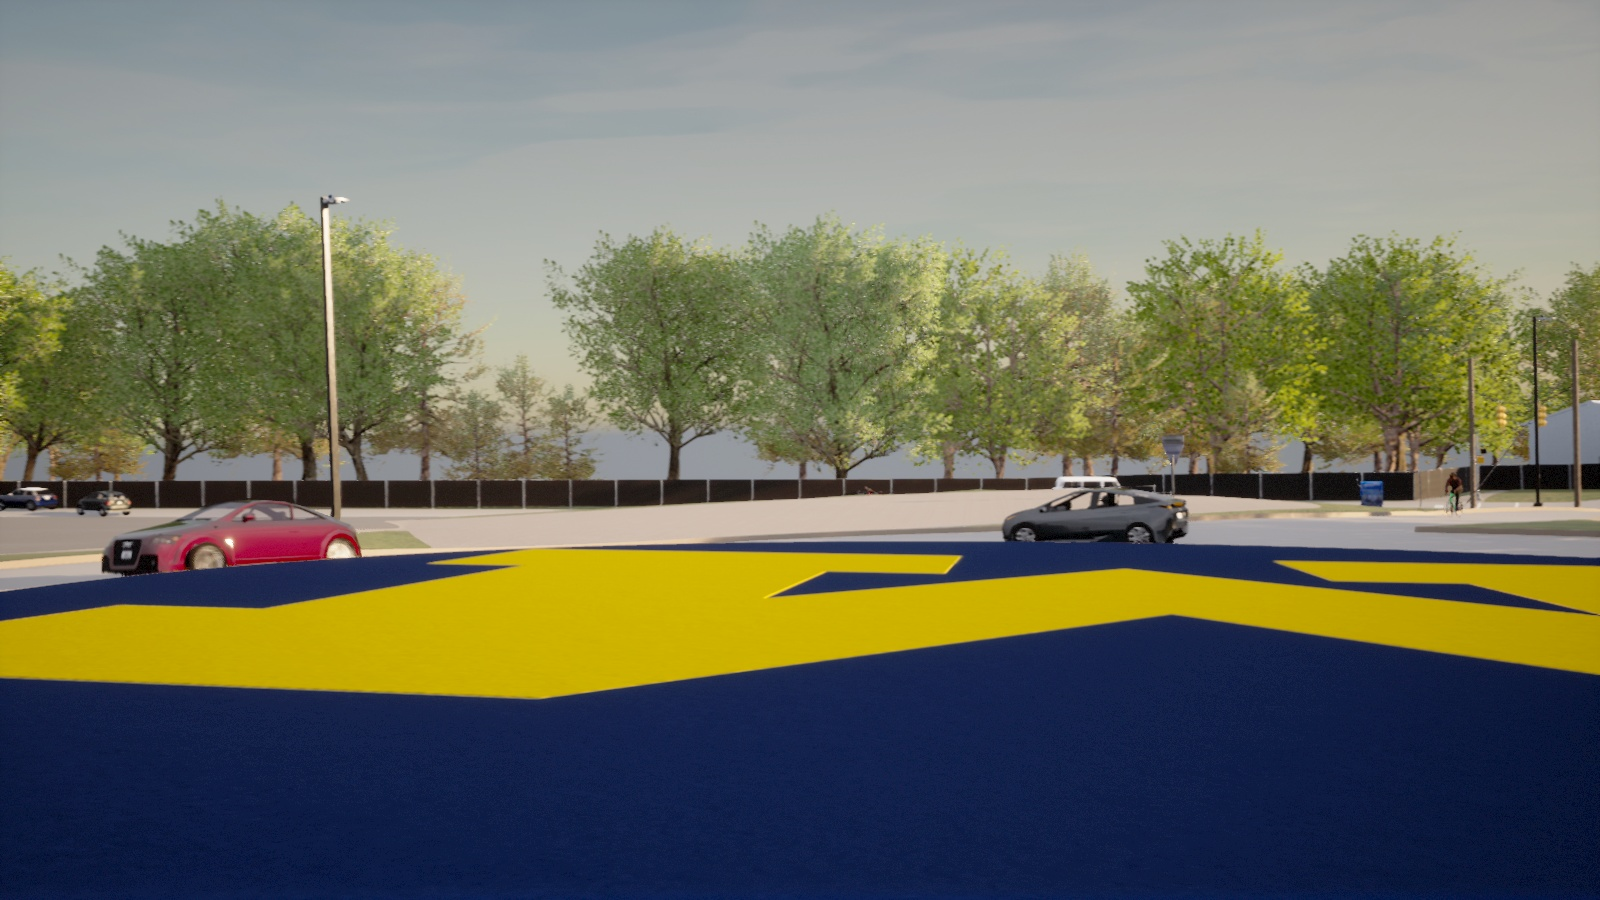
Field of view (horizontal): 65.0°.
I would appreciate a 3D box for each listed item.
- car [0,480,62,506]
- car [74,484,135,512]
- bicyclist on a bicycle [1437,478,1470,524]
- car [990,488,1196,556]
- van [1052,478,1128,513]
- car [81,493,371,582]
[{"bbox_3d":[-51.889,2.863,84.273,3.806,1.475,1.970,1,2,16],"label":"car"},{"bbox_3d":[-43.996,3.047,79.417,3.705,1.549,1.789,1,1,31],"label":"car"},{"bbox_3d":[23.461,1.823,45.061,0.582,1.620,1.656,-1,-2,45],"label":"bicyclist on a bicycle"},{"bbox_3d":[7.238,1.740,31.149,4.514,1.525,2.007,-1,0,33],"label":"car"},{"bbox_3d":[18.459,2.881,80.035,4.480,2.038,2.069,-1,1,5],"label":"van"},{"bbox_3d":[-9.875,1.499,21.922,1.994,1.385,4.181,-4,-4,32],"label":"car"}]
